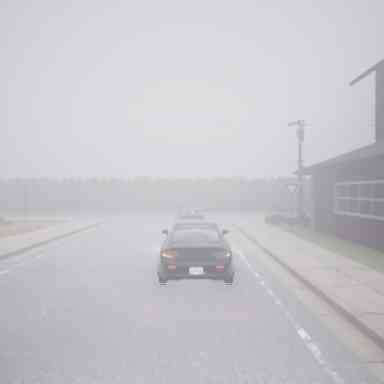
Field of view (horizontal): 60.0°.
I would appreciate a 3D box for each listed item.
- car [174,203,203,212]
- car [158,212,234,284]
[{"bbox_3d":[-0.315,1.521,25.834,2.033,1.411,5.357,0,0,-8],"label":"car"},{"bbox_3d":[0.095,1.513,9.422,1.812,1.442,4.674,0,0,0],"label":"car"}]
